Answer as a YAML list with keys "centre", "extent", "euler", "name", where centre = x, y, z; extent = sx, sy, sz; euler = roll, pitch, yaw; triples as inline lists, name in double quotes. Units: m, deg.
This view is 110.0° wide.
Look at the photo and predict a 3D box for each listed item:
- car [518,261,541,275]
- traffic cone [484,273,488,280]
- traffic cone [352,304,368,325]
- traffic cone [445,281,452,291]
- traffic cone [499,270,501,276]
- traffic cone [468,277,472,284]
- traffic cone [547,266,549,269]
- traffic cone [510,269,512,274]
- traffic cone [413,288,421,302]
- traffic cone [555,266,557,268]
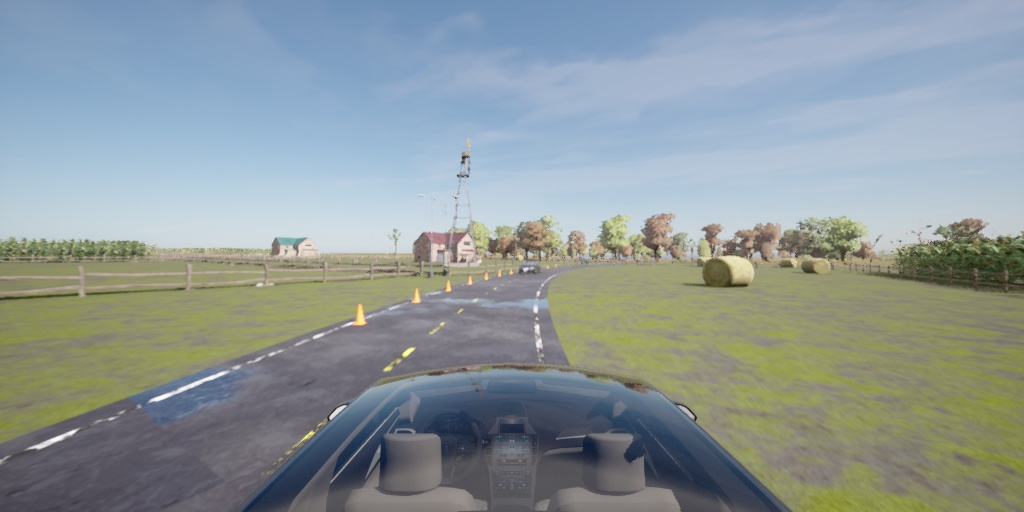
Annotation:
- centre: [1.980, 1.264, 39.352]
  extent: [2.128, 1.511, 4.902]
  euler: [0, 0, 14]
  name: "car"
- centre: [-2.202, 1.722, 30.820]
  extent: [0.340, 0.580, 0.340]
  euler: [0, 0, 10]
  name: "traffic cone"
- centre: [-4.509, 1.715, 10.649]
  extent: [0.340, 0.580, 0.340]
  euler: [0, 0, 3]
  name: "traffic cone"
- centre: [-3.677, 1.718, 20.771]
  extent: [0.340, 0.580, 0.340]
  euler: [0, 0, 7]
  name: "traffic cone"
- centre: [-1.225, 1.728, 35.804]
  extent: [0.340, 0.580, 0.340]
  euler: [0, 0, 12]
  name: "traffic cone"
- centre: [-3.020, 1.720, 25.807]
  extent: [0.340, 0.580, 0.340]
  euler: [0, 0, 8]
  name: "traffic cone"
- centre: [6.017, 1.810, 60.117]
  extent: [0.340, 0.580, 0.340]
  euler: [0, 0, 21]
  name: "traffic cone"
- centre: [-0.088, 1.737, 40.754]
  extent: [0.340, 0.580, 0.340]
  euler: [0, 0, 14]
  name: "traffic cone"
- centre: [-4.174, 1.716, 15.717]
  extent: [0.340, 0.580, 0.340]
  euler: [0, 0, 5]
  name: "traffic cone"
- centre: [7.926, 1.830, 64.824]
  extent: [0.340, 0.580, 0.340]
  euler: [0, 0, 23]
  name: "traffic cone"
